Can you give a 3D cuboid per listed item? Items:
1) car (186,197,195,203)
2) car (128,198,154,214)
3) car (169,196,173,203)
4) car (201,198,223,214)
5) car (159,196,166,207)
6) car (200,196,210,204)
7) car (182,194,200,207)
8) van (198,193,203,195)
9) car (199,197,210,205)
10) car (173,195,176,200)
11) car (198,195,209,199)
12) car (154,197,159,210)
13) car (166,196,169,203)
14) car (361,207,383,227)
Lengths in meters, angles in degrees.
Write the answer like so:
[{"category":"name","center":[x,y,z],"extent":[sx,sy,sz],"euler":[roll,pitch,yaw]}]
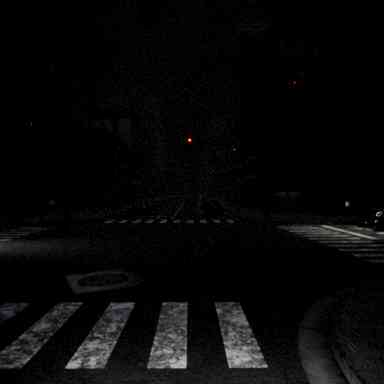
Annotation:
[{"category":"car","center":[-0.242,1.710,73.753],"extent":[1.895,1.301,4.718],"euler":[0,0,0]},{"category":"car","center":[-5.685,1.475,36.062],"extent":[1.967,1.590,4.097],"euler":[0,0,0]},{"category":"car","center":[-5.641,1.542,69.127],"extent":[1.967,1.590,4.097],"euler":[0,0,0]},{"category":"car","center":[2.340,1.601,36.051],"extent":[1.947,1.339,4.313],"euler":[0,0,0]},{"category":"car","center":[-5.662,1.645,52.594],"extent":[1.802,1.307,4.206],"euler":[0,0,0]},{"category":"car","center":[2.355,1.635,47.074],"extent":[1.802,1.307,4.206],"euler":[0,0,0]},{"category":"car","center":[-0.174,1.558,54.270],"extent":[2.128,1.511,4.902],"euler":[0,0,0]},{"category":"van","center":[2.370,1.416,58.095],"extent":[1.690,1.788,3.998],"euler":[0,0,0]},{"category":"car","center":[2.377,1.639,63.605],"extent":[2.008,1.369,4.403],"euler":[0,0,0]},{"category":"car","center":[-5.626,1.683,80.148],"extent":[2.008,1.369,4.403],"euler":[0,0,0]},{"category":"car","center":[2.362,1.629,52.584],"extent":[1.947,1.339,4.313],"euler":[0,0,0]},{"category":"car","center":[-5.677,1.484,41.573],"extent":[1.967,1.590,4.097],"euler":[0,0,0]},{"category":"car","center":[-5.655,1.626,58.105],"extent":[2.008,1.369,4.403],"euler":[0,0,0]},{"category":"car","center":[13.002,1.302,20.568],"extent":[4.553,1.767,2.097],"euler":[0,0,0]}]
